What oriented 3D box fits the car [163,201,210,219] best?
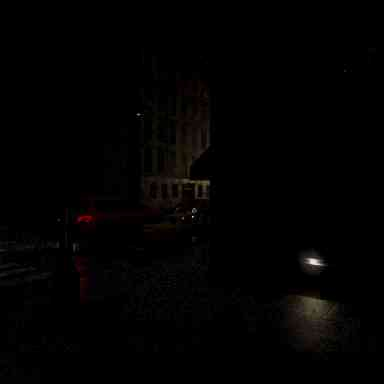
[{"bbox_3d":[-0.394,1.522,28.956,1.947,1.339,4.313,0,0,36],"label":"car"}]

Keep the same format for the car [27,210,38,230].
[{"bbox_3d":[-6.994,1.282,19.714,2.192,1.841,5.009,0,0,36],"label":"car"}]

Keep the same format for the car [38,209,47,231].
[{"bbox_3d":[-5.222,1.457,17.823,1.882,1.535,5.008,0,0,34],"label":"car"}]

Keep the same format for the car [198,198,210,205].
[{"bbox_3d":[2.833,1.314,19.662,2.192,1.841,5.009,0,0,36],"label":"car"}]

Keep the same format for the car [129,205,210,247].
[{"bbox_3d":[-0.371,1.530,15.180,1.752,1.417,4.829,0,0,36],"label":"car"}]

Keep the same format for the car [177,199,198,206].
[{"bbox_3d":[0.613,1.322,25.992,2.097,1.767,4.553,0,0,35],"label":"car"}]

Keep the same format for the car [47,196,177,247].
[{"bbox_3d":[-3.386,1.216,15.329,2.150,2.045,5.566,0,0,36],"label":"car"}]
